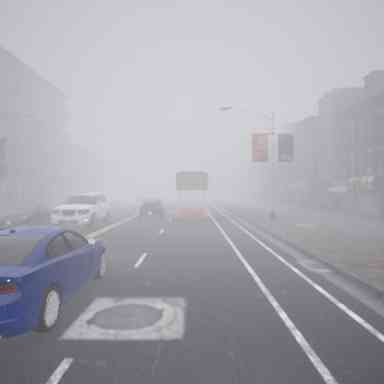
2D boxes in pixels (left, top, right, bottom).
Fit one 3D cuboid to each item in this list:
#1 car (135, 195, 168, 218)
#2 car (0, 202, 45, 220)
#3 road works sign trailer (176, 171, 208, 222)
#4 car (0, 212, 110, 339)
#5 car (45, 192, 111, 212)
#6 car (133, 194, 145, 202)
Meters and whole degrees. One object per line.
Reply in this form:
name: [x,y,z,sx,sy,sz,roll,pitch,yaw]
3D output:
car: [-3.150,1.296,27.350,1.837,1.490,4.892,0,0,0]
car: [-9.847,1.366,20.172,1.812,1.442,4.674,0,0,0]
road works sign trailer: [0.002,0.275,24.468,2.380,3.560,2.880,0,0,0]
car: [-3.151,1.421,6.694,1.882,1.535,5.008,0,0,0]
car: [-6.597,1.060,20.440,2.150,2.045,5.566,0,0,0]
car: [-9.770,1.069,62.605,1.837,1.490,4.892,0,1,1]
